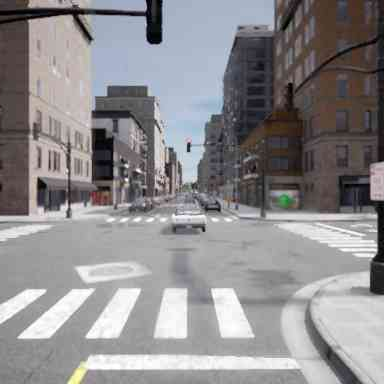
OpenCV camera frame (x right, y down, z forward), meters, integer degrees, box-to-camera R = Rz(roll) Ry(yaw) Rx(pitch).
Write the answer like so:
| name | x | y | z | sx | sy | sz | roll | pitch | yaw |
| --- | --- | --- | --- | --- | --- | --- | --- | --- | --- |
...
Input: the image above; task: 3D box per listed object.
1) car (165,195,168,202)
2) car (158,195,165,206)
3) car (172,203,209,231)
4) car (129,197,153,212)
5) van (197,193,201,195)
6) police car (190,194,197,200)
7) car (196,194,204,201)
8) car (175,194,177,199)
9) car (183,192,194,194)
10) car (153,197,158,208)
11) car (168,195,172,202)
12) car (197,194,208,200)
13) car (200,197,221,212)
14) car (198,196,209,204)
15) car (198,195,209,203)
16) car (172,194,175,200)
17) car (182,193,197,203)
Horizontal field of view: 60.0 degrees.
| name | x | y | z | sx | sy | sz | roll | pitch | yaw |
| --- | --- | --- | --- | --- | --- | --- | --- | --- | --- |
| car | -5.832 | 1.475 | 58.952 | 2.008 | 1.369 | 4.403 | 0 | 0 | 0 |
| car | -5.822 | 1.509 | 53.441 | 1.802 | 1.307 | 4.206 | 0 | 0 | 0 |
| car | -0.201 | 1.558 | 20.066 | 1.895 | 1.301 | 4.718 | 0 | 0 | -1 |
| car | -5.794 | 1.381 | 36.909 | 1.967 | 1.590 | 4.097 | 0 | 0 | 0 |
| van | 2.193 | 1.265 | 58.965 | 1.690 | 1.788 | 3.998 | 0 | 0 | 0 |
| police car | 0.328 | 1.353 | 90.996 | 1.930 | 1.638 | 5.238 | 0 | 0 | 0 |
| car | 2.147 | 1.366 | 86.519 | 1.967 | 1.590 | 4.097 | 0 | 0 | 0 |
| car | -5.887 | 1.472 | 92.017 | 1.887 | 1.381 | 4.507 | 0 | 0 | 0 |
| car | -0.470 | 1.109 | 74.419 | 2.097 | 1.767 | 4.553 | 0 | 0 | 0 |
| car | -5.804 | 1.375 | 42.419 | 1.967 | 1.590 | 4.097 | 0 | 0 | 0 |
| car | -5.851 | 1.363 | 69.973 | 1.967 | 1.590 | 4.097 | 0 | 0 | 0 |
| car | 2.202 | 1.492 | 53.455 | 1.947 | 1.339 | 4.313 | 0 | 0 | 0 |
| car | 2.231 | 1.506 | 36.922 | 1.947 | 1.339 | 4.313 | 0 | 0 | 0 |
| car | 2.184 | 1.473 | 64.476 | 2.008 | 1.369 | 4.403 | 0 | 0 | 0 |
| car | 2.212 | 1.511 | 47.944 | 1.802 | 1.307 | 4.206 | 0 | 0 | 0 |
| car | -5.869 | 1.476 | 80.995 | 2.008 | 1.369 | 4.403 | 0 | 0 | 0 |
| car | -0.452 | 1.470 | 64.064 | 2.033 | 1.411 | 5.357 | 0 | 0 | 0 |
